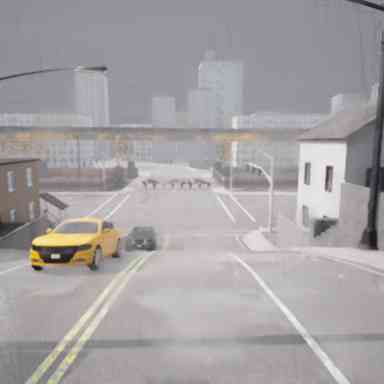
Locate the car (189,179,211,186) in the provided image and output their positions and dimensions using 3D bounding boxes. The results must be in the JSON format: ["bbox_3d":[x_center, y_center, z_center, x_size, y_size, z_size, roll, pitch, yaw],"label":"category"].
[{"bbox_3d":[1.565,-2.033,71.623,4.974,1.542,2.038,5,10,28],"label":"car"}]

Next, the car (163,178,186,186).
[{"bbox_3d":[-3.753,-2.082,70.798,4.536,1.218,1.853,-6,11,-37],"label":"car"}]

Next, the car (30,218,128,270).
[{"bbox_3d":[-3.726,1.654,11.509,1.882,1.535,5.008,0,-4,-1],"label":"car"}]

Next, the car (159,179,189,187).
[{"bbox_3d":[-3.794,-1.922,70.790,4.974,1.542,2.038,-6,11,-37],"label":"car"}]

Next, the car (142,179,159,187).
[{"bbox_3d":[-8.402,-1.925,70.735,4.974,1.542,2.038,8,12,42],"label":"car"}]

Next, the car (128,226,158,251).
[{"bbox_3d":[-4.073,3.896,27.786,2.150,2.045,5.566,0,-4,-2],"label":"car"}]

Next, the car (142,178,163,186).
[{"bbox_3d":[-8.440,-2.086,70.746,4.536,1.218,1.853,8,12,42],"label":"car"}]

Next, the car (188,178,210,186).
[{"bbox_3d":[1.519,-2.193,71.623,4.536,1.218,1.853,5,10,28],"label":"car"}]
